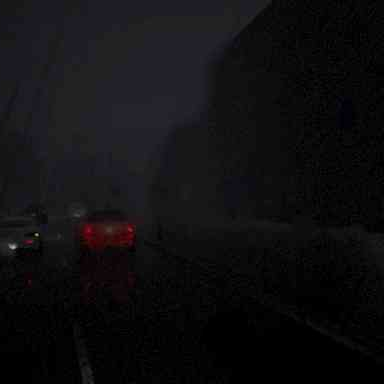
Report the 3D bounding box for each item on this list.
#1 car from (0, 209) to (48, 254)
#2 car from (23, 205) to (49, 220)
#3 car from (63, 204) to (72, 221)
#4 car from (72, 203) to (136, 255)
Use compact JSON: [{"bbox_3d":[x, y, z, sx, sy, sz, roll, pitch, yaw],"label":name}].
[{"bbox_3d":[-7.031,1.650,13.575,1.812,1.442,4.674,1,0,-22],"label":"car"},{"bbox_3d":[-12.742,1.704,27.051,1.994,1.385,4.181,1,0,-22],"label":"car"},{"bbox_3d":[-9.896,1.691,28.679,1.812,1.442,4.674,1,0,-22],"label":"car"},{"bbox_3d":[-3.890,1.500,14.483,2.097,1.767,4.553,1,-1,-22],"label":"car"}]
